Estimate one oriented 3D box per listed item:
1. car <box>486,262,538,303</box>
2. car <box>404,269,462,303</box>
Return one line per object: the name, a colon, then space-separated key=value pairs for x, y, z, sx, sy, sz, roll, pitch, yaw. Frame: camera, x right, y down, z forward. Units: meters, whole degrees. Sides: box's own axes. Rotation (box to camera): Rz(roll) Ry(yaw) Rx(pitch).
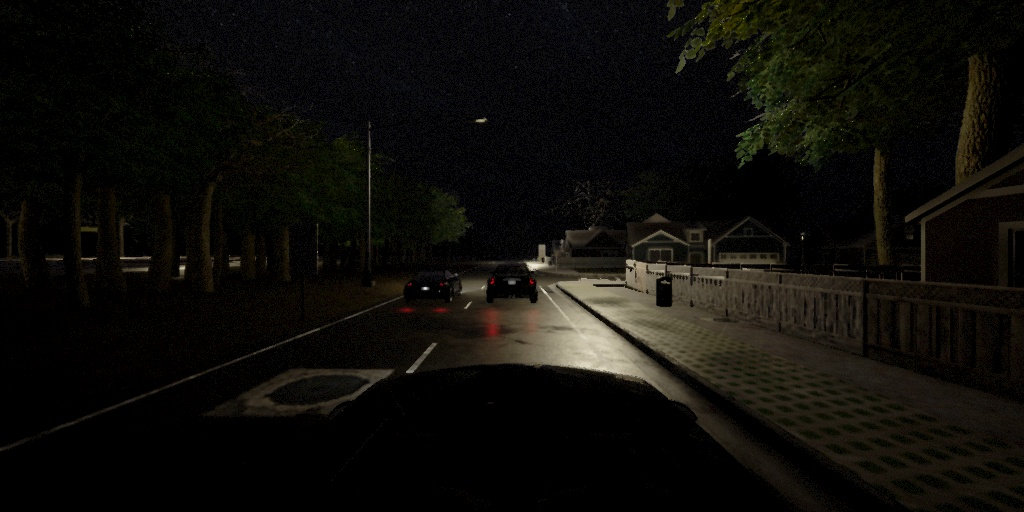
car: x=0.000 y=1.069 z=16.464 sx=2.097 sy=1.767 sz=4.553 roll=0 pitch=0 yaw=0
car: x=-3.500 y=1.275 z=16.496 sx=1.994 sy=1.385 sz=4.181 roll=0 pitch=0 yaw=0
